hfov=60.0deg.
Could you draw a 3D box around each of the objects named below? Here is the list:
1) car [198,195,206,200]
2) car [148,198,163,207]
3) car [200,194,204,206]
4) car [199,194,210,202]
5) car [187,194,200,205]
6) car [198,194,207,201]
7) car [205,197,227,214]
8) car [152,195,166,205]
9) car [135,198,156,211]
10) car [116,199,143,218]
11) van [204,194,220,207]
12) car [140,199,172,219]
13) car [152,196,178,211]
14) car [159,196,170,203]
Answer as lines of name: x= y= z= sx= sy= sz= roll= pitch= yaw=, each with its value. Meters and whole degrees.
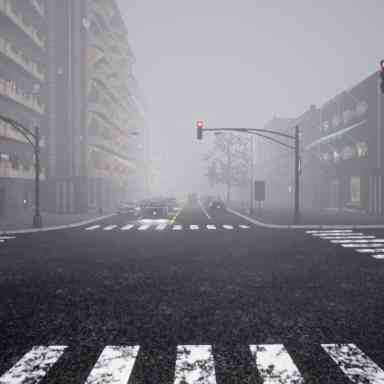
car: x=2.687 y=1.495 z=90.998 sx=1.887 sy=1.381 sz=4.507 roll=0 pitch=0 yaw=0
car: x=-5.693 y=1.562 z=52.271 sx=1.802 sy=1.307 sz=4.206 roll=0 pitch=0 yaw=0
car: x=2.686 y=1.420 z=52.264 sx=1.967 sy=1.590 sz=4.097 roll=0 pitch=0 yaw=0
car: x=2.685 y=1.280 z=74.398 sx=2.192 sy=1.841 sz=5.009 roll=0 pitch=0 yaw=0
car: x=0.105 y=1.523 z=59.209 sx=2.033 sy=1.411 sz=5.357 roll=0 pitch=0 yaw=0
car: x=2.686 y=1.396 z=85.464 sx=1.967 sy=1.590 sz=4.097 roll=0 pitch=0 yaw=0
car: x=2.687 y=1.555 z=35.663 sx=1.947 sy=1.339 sz=4.313 roll=0 pitch=0 yaw=0
car: x=-5.695 y=1.417 z=57.804 sx=1.967 sy=1.590 sz=4.097 roll=0 pitch=0 yaw=0
car: x=-5.693 y=1.531 z=41.204 sx=1.887 sy=1.381 sz=4.507 roll=0 pitch=0 yaw=0
car: x=-5.694 y=1.542 z=30.137 sx=2.008 sy=1.369 sz=4.403 roll=0 pitch=0 yaw=0
van: x=2.685 y=1.327 z=41.196 sx=1.690 sy=1.788 sz=3.998 roll=0 pitch=0 yaw=0
car: x=-3.109 y=1.556 z=29.297 sx=1.994 sy=1.385 sz=4.181 roll=0 pitch=0 yaw=-1
car: x=-3.099 y=1.535 z=38.645 sx=2.033 sy=1.411 sz=5.357 roll=0 pitch=0 yaw=0
car: x=-5.693 y=1.551 z=68.872 sx=1.802 sy=1.307 sz=4.206 roll=0 pitch=0 yaw=0
